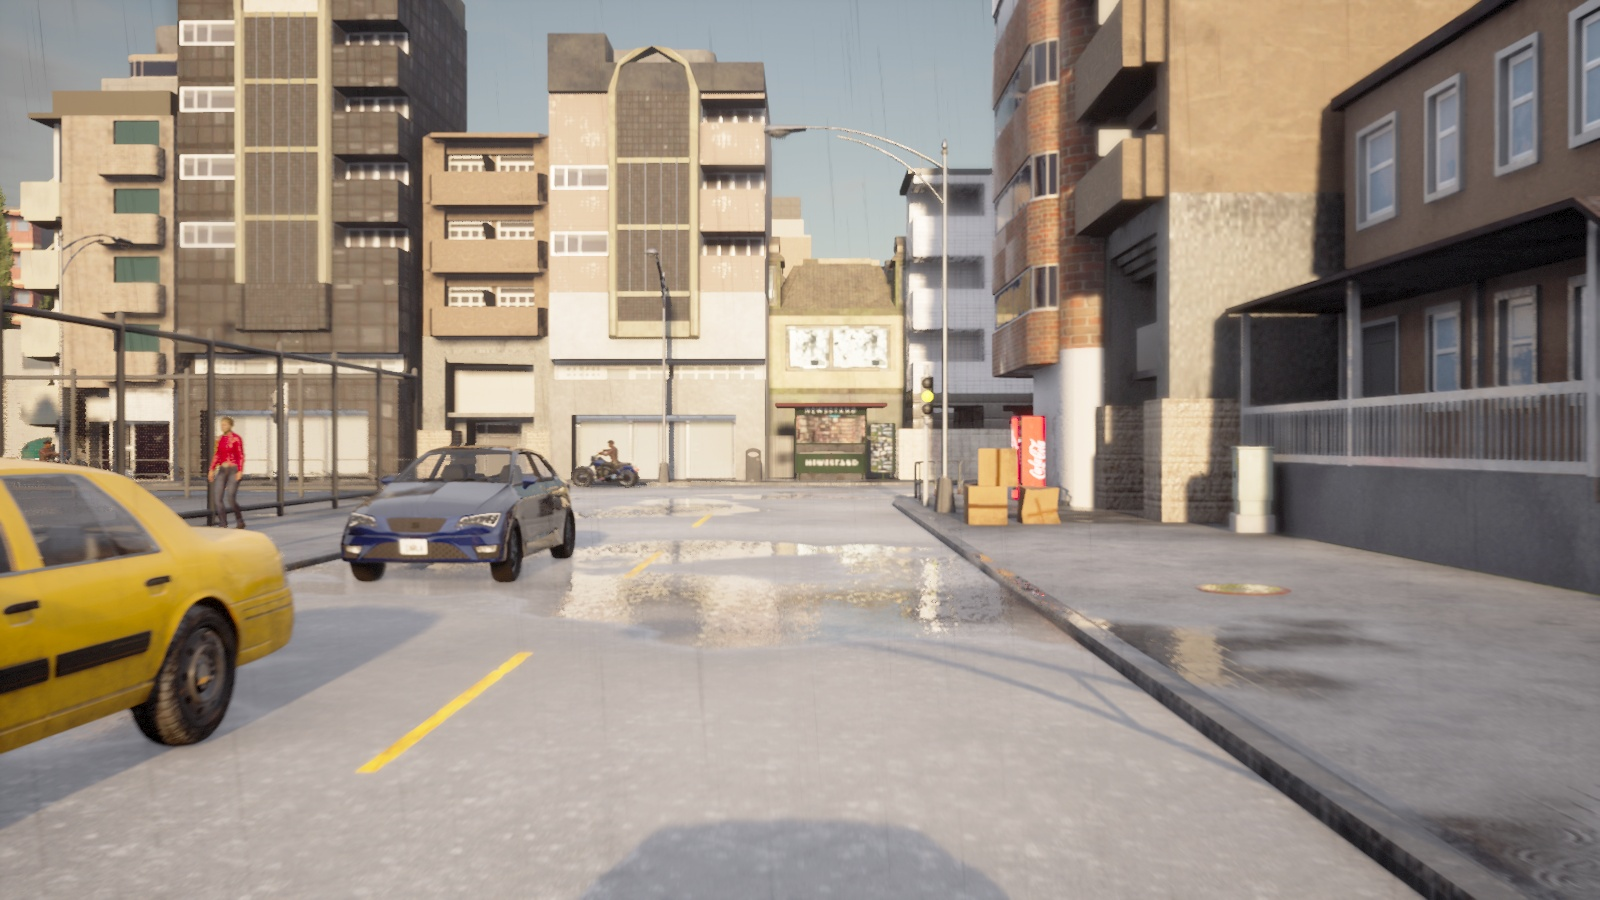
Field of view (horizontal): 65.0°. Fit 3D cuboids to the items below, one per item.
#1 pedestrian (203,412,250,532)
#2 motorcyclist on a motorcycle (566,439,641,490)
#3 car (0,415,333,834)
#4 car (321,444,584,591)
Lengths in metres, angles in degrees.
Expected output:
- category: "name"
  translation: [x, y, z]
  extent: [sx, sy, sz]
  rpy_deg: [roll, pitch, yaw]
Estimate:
- category: "pedestrian"
  translation: [-8.943, 0.338, 19.595]
  extent: [0.331, 1.846, 0.636]
  rpy_deg: [0, 0, 17]
- category: "motorcyclist on a motorcycle"
  translation: [-6.521, 0.457, 41.614]
  extent: [2.350, 1.649, 0.766]
  rpy_deg: [0, 2, 18]
- category: "car"
  translation: [-3.891, 0.654, 5.047]
  extent: [1.801, 1.575, 5.366]
  rpy_deg: [0, 0, 3]
- category: "car"
  translation: [-3.864, 0.674, 14.757]
  extent: [1.816, 1.474, 4.193]
  rpy_deg: [0, 0, 2]
